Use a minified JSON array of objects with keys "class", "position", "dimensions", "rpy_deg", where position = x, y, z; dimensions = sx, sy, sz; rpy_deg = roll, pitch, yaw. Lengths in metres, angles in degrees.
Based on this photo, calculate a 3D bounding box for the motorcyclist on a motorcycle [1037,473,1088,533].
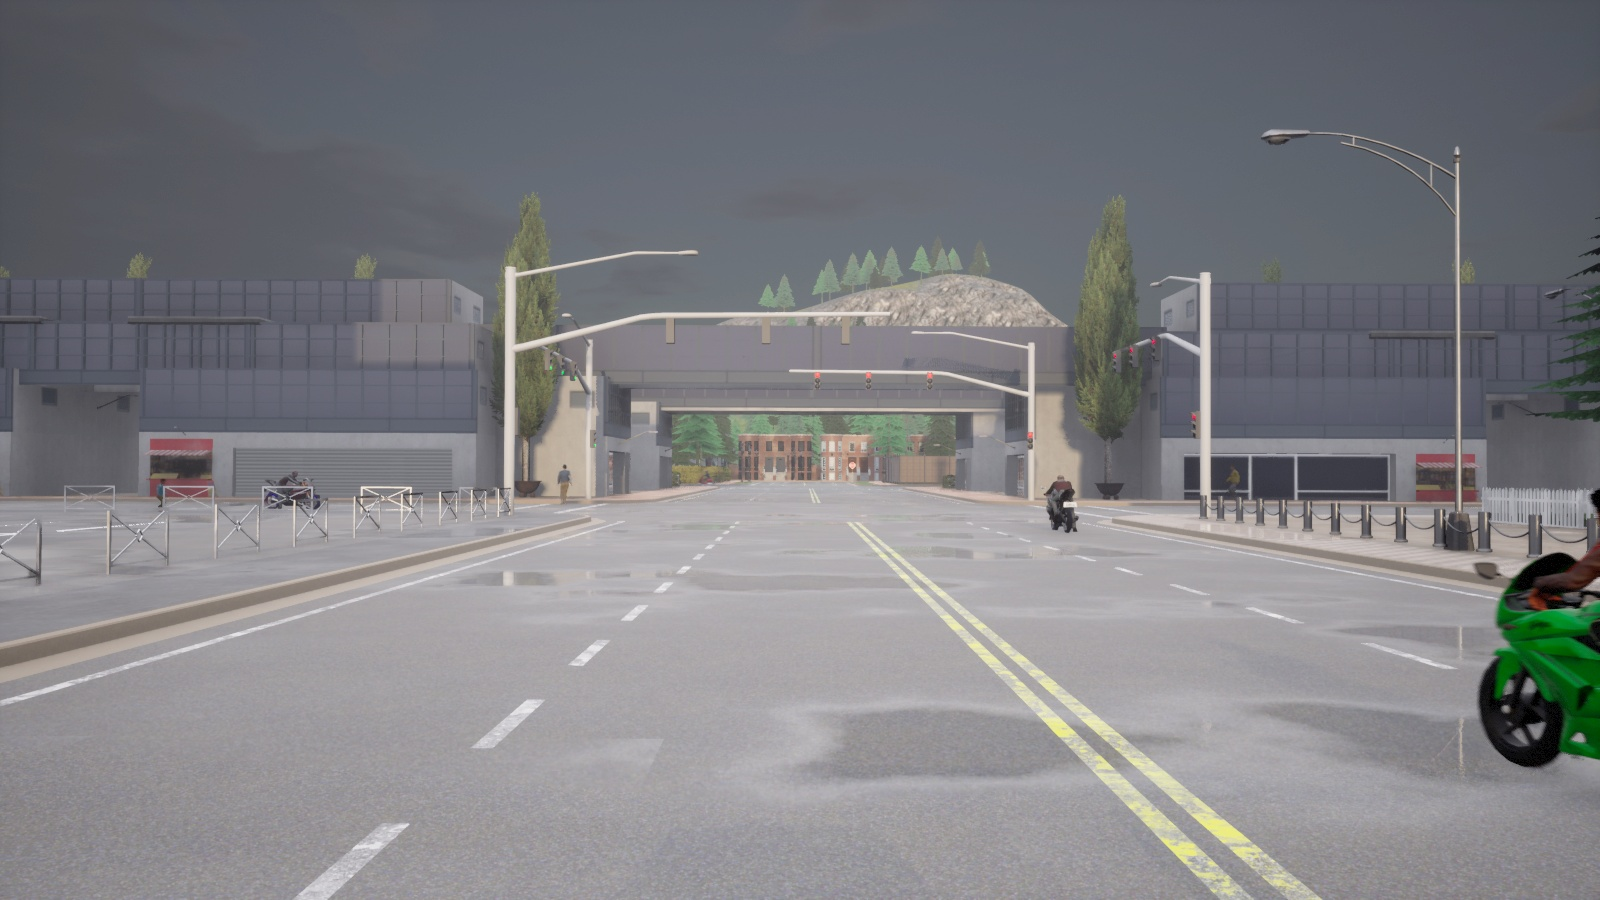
[{"class":"motorcyclist on a motorcycle","position":[6.892,1.376,33.068],"dimensions":[0.866,1.530,2.191],"rpy_deg":[0,-1,0]}]

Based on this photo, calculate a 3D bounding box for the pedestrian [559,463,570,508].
[{"class":"pedestrian","position":[-10.460,1.569,55.770],"dimensions":[0.423,1.949,0.788],"rpy_deg":[0,-1,-7]}]

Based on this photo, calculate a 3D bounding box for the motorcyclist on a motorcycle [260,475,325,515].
[{"class":"motorcyclist on a motorcycle","position":[-19.648,1.743,48.641],"dimensions":[2.191,1.530,0.866],"rpy_deg":[0,-1,1]}]

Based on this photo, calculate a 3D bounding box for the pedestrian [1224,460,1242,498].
[{"class":"pedestrian","position":[20.900,1.404,60.579],"dimensions":[0.709,1.840,0.431],"rpy_deg":[0,-1,0]}]

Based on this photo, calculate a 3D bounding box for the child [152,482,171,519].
[{"class":"child","position":[-20.514,1.611,40.341],"dimensions":[0.448,1.192,0.343],"rpy_deg":[0,-1,2]}]

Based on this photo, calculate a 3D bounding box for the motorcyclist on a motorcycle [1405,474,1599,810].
[{"class":"motorcyclist on a motorcycle","position":[3.970,0.882,6.042],"dimensions":[0.797,1.523,2.044],"rpy_deg":[1,-1,-13]}]
